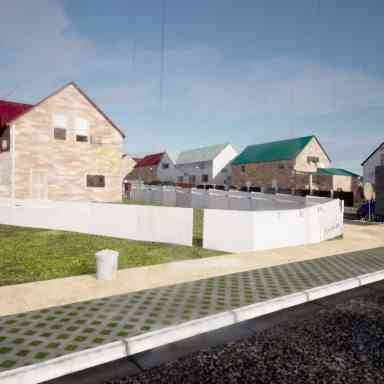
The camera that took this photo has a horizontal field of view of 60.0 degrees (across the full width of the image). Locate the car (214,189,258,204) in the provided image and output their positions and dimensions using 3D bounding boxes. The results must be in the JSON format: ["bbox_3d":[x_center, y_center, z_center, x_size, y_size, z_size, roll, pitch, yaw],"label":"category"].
[{"bbox_3d":[3.997,0.496,29.980,1.837,1.490,4.892,1,2,-34],"label":"car"}]

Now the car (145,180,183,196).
[{"bbox_3d":[-3.176,-0.391,40.525,2.150,2.045,5.566,1,2,-34],"label":"car"}]

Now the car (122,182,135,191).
[{"bbox_3d":[-11.405,-0.952,57.623,1.812,1.442,4.674,1,2,-34],"label":"car"}]

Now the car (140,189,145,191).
[{"bbox_3d":[-5.935,-0.475,49.691,2.033,1.411,5.357,1,2,-34],"label":"car"}]

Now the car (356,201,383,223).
[{"bbox_3d":[11.860,1.163,18.869,1.812,1.442,4.674,0,3,-38],"label":"car"}]
